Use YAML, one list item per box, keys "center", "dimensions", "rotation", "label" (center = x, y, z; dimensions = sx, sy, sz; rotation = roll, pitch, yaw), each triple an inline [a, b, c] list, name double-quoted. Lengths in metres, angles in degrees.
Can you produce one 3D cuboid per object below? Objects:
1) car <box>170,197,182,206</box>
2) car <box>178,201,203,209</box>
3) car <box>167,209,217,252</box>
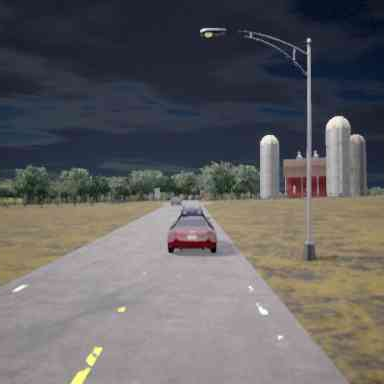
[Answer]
- center: [-2.741, 1.647, 58.447]
  dimensions: [1.837, 1.490, 4.892]
  rotation: [0, -1, 0]
  label: "car"
- center: [0.008, 1.677, 29.113]
  dimensions: [1.895, 1.301, 4.718]
  rotation: [0, 0, 0]
  label: "car"
- center: [0.010, 1.644, 14.313]
  dimensions: [1.994, 1.385, 4.181]
  rotation: [0, 0, 0]
  label: "car"
